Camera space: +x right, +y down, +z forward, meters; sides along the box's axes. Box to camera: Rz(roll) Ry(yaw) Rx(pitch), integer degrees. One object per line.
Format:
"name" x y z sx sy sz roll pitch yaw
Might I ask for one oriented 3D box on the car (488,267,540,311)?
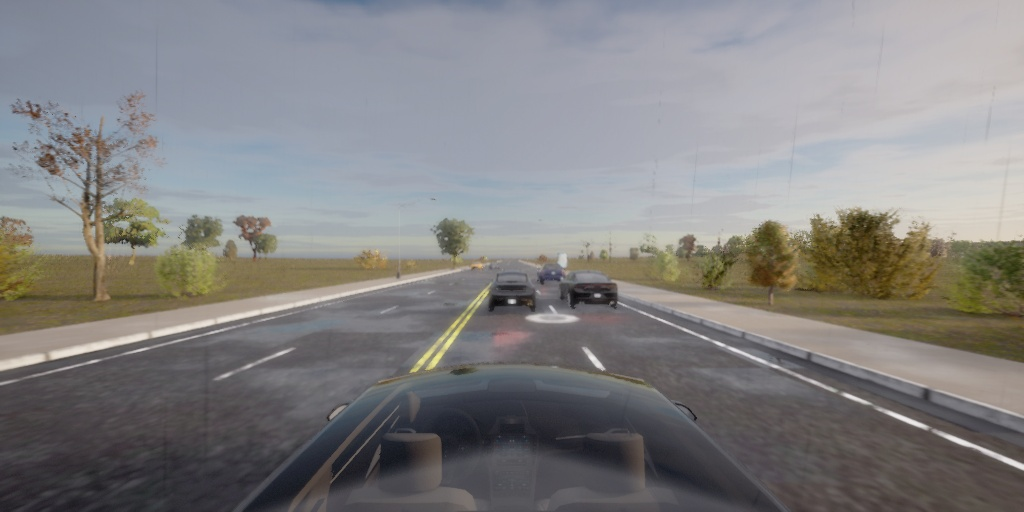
"car" 0.017 1.395 15.340 1.837 1.490 4.892 0 0 0

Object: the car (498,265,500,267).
"car" 0.014 1.636 30.098 1.895 1.301 4.718 0 -1 0

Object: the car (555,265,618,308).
"car" 3.274 1.373 16.088 1.882 1.535 5.008 0 0 0

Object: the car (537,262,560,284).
"car" 3.267 1.387 30.266 2.097 1.767 4.553 0 -1 0
